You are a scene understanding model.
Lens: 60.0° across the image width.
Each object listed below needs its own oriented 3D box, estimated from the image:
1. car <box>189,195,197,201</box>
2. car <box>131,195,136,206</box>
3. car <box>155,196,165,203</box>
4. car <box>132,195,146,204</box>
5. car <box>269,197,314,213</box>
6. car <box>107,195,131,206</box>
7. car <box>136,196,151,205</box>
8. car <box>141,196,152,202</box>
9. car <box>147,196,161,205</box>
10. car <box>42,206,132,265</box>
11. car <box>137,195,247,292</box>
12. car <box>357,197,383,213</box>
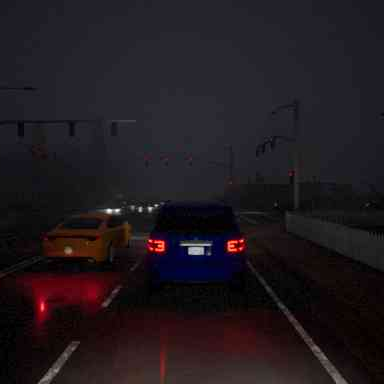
[{"bbox_3d":[0.225,1.540,81.630,2.033,1.411,5.357,0,0,0],"label":"car"},{"bbox_3d":[-10.428,1.352,56.136,2.097,1.767,4.553,0,0,0],"label":"car"},{"bbox_3d":[-6.804,1.524,71.163,1.812,1.442,4.674,0,0,0],"label":"car"},{"bbox_3d":[-10.350,1.477,65.378,1.882,1.535,5.008,0,0,1],"label":"car"},{"bbox_3d":[10.746,1.352,36.100,4.553,1.767,2.097,0,0,-1],"label":"car"},{"bbox_3d":[-10.465,1.492,46.592,2.128,1.511,4.902,0,0,0],"label":"car"},{"bbox_3d":[-6.940,1.525,51.116,1.812,1.442,4.674,0,0,0],"label":"car"},{"bbox_3d":[-10.292,1.595,75.302,1.895,1.301,4.718,0,0,0],"label":"car"},{"bbox_3d":[-6.898,1.547,61.111,2.033,1.411,5.357,0,0,1],"label":"car"},{"bbox_3d":[-3.392,1.478,11.674,1.882,1.535,5.008,0,0,0],"label":"car"},{"bbox_3d":[0.087,1.221,9.050,2.150,2.045,5.566,0,0,0],"label":"car"},{"bbox_3d":[20.528,1.352,36.316,4.553,1.767,2.097,0,0,-1],"label":"car"}]
